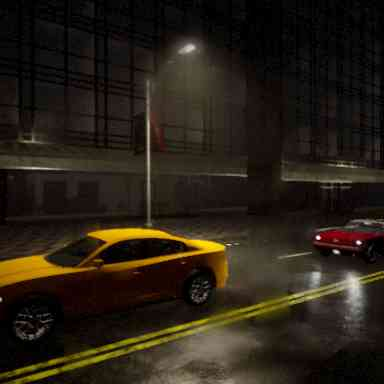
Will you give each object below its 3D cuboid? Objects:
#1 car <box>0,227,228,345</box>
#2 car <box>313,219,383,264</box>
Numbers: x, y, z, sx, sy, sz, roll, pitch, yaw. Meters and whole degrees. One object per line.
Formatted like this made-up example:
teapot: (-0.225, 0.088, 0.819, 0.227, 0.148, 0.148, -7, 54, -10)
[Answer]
car: (-1.537, 1.500, 6.570, 5.008, 1.535, 1.882, 1, 0, -36)
car: (6.629, 1.714, 12.417, 4.718, 1.301, 1.895, 1, 0, -35)
